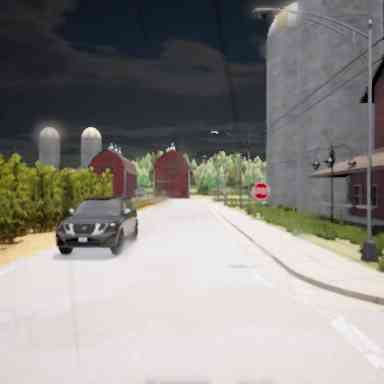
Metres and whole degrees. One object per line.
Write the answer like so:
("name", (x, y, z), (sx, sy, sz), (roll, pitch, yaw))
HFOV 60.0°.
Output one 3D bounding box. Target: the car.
("car", (-3.586, 1.216, 13.718), (2.150, 2.045, 5.566), (0, 0, 0))
